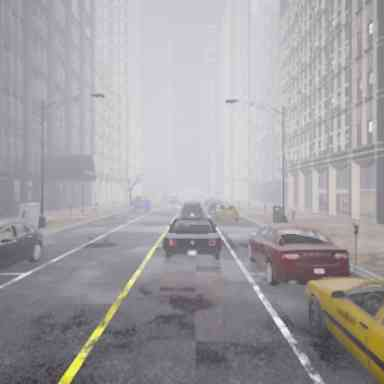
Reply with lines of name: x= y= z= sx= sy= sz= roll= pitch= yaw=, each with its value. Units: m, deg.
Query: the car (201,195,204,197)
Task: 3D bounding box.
car: x=2.688 y=1.484 z=49.152 sx=1.947 sy=1.339 sz=4.313 roll=0 pitch=0 yaw=0

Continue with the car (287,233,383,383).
car: x=2.686 y=1.521 z=3.735 sx=1.752 sy=1.417 sz=4.829 roll=0 pitch=0 yaw=0

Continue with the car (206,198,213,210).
car: x=2.688 y=1.509 z=37.756 sx=1.947 sy=1.339 sz=4.313 roll=0 pitch=0 yaw=0

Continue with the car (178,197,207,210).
car: x=0.045 y=1.467 z=28.120 sx=1.837 sy=1.490 sz=4.892 roll=0 pitch=0 yaw=1

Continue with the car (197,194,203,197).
car: x=2.353 y=1.264 z=89.462 sx=1.801 sy=1.575 sz=5.366 roll=0 pitch=0 yaw=0

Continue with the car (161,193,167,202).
car: x=-5.691 y=1.406 z=71.949 sx=1.887 sy=1.381 sz=4.507 roll=0 pitch=0 yaw=0

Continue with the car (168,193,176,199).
car: x=-5.690 y=1.229 z=94.742 sx=1.967 sy=1.590 sz=4.097 roll=0 pitch=0 yaw=0

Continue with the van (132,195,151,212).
van: x=-5.694 y=1.283 z=37.760 sx=1.690 sy=1.788 sz=3.998 roll=0 pitch=0 yaw=0

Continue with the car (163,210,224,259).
car: x=0.037 y=1.586 z=12.491 sx=1.895 sy=1.301 sz=4.718 roll=0 pitch=0 yaw=1

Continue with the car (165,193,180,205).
car: x=-3.060 y=1.376 z=57.670 sx=1.882 sy=1.535 sz=5.008 roll=0 pitch=0 yaw=0

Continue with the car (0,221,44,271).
car: x=-5.694 y=1.540 z=9.266 sx=2.008 sy=1.369 sz=4.403 roll=0 pitch=0 yaw=0

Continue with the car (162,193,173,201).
car: x=-5.691 y=1.160 z=77.647 sx=2.192 sy=1.841 sz=5.009 roll=0 pitch=0 yaw=0

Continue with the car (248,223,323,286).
car: x=2.686 y=1.534 z=9.263 sx=1.887 sy=1.381 sz=4.507 roll=0 pitch=0 yaw=0

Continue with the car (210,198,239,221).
car: x=2.687 y=1.489 z=26.529 sx=1.752 sy=1.417 sz=4.829 roll=0 pitch=0 yaw=0
